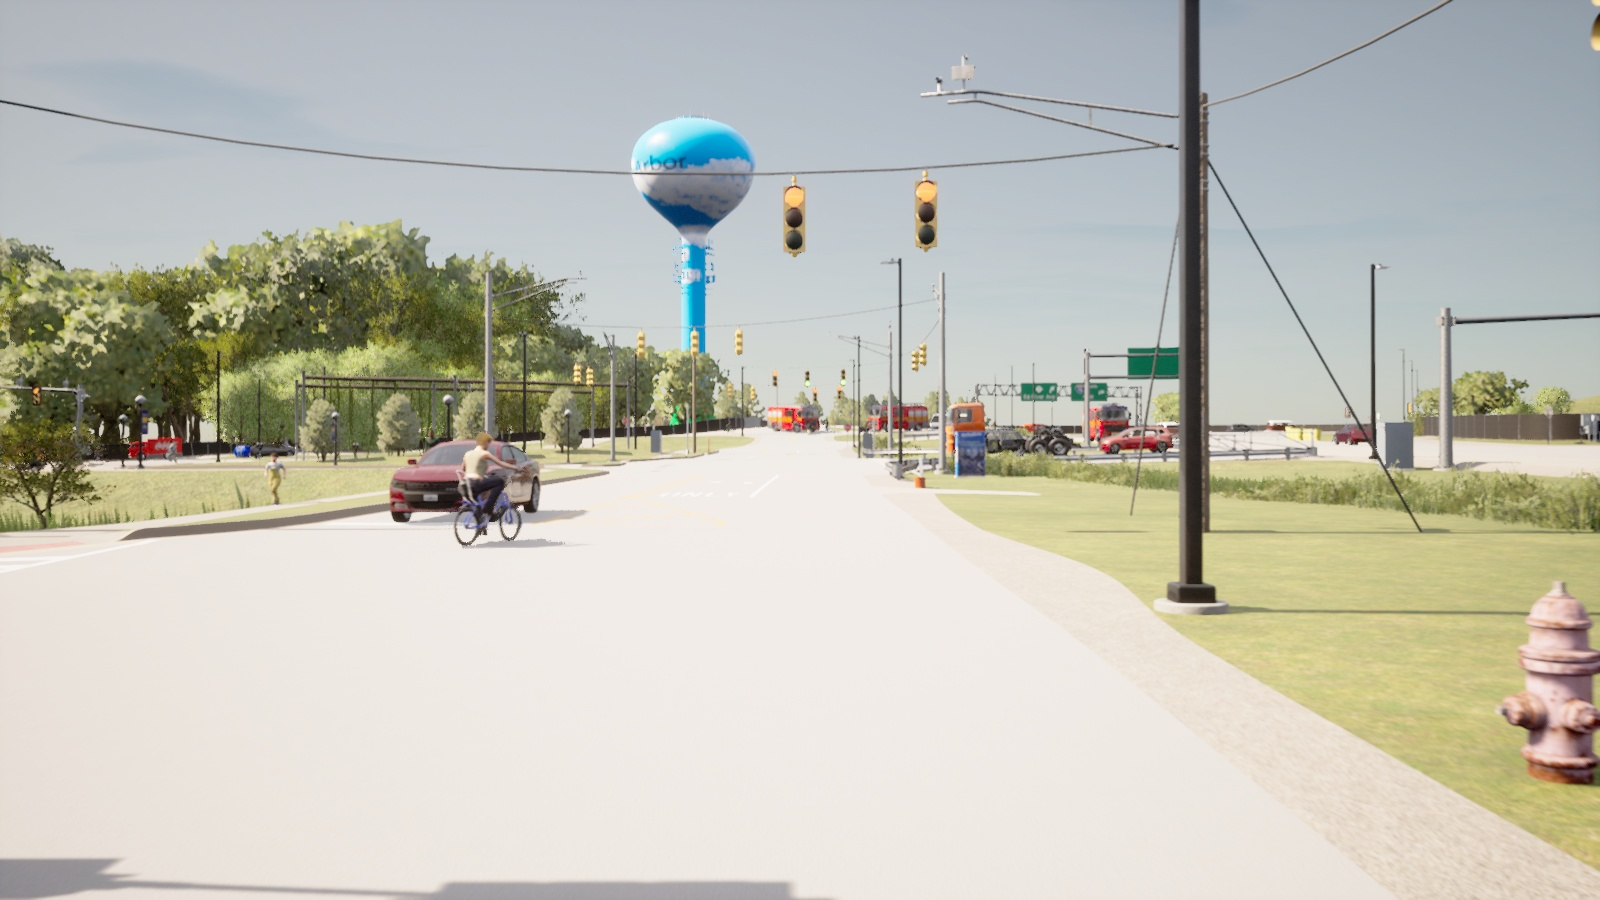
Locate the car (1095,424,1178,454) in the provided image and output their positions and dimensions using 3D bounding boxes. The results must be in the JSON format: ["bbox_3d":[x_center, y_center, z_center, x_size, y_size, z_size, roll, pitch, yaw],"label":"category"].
[{"bbox_3d":[21.189,-0.702,79.305,4.611,1.667,2.242,-2,1,1],"label":"car"}]

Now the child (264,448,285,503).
[{"bbox_3d":[-12.194,0.581,29.144,0.270,1.263,0.437,0,0,2],"label":"child"}]

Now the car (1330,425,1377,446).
[{"bbox_3d":[40.056,-1.033,90.976,1.845,1.501,3.633,0,1,1],"label":"car"}]

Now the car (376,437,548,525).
[{"bbox_3d":[-6.411,0.524,24.461,1.882,1.535,5.008,0,0,1],"label":"car"}]

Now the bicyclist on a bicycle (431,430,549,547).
[{"bbox_3d":[-4.451,0.534,18.144,0.866,1.612,1.509,-1,0,25],"label":"bicyclist on a bicycle"}]

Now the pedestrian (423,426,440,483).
[{"bbox_3d":[-12.127,0.148,41.347,0.353,1.847,0.614,0,0,1],"label":"pedestrian"}]

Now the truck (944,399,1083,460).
[{"bbox_3d":[12.821,-1.253,75.970,7.936,3.462,2.891,-1,1,1],"label":"truck"}]

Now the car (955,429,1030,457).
[{"bbox_3d":[12.183,-0.461,79.595,4.553,1.767,2.097,0,1,4],"label":"car"}]
